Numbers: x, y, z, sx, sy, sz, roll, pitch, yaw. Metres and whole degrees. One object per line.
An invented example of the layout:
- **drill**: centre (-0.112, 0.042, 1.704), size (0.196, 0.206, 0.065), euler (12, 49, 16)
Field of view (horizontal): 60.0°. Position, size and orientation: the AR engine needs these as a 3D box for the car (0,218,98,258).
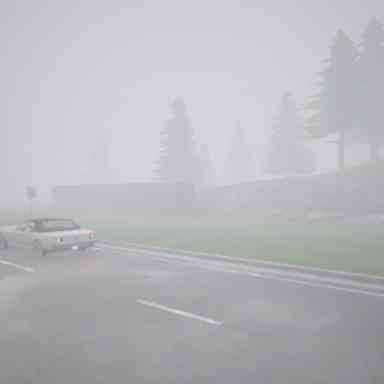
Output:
- **car**: centre (-5.865, 1.680, 13.100), size (4.718, 1.301, 1.895), euler (0, 0, 38)
